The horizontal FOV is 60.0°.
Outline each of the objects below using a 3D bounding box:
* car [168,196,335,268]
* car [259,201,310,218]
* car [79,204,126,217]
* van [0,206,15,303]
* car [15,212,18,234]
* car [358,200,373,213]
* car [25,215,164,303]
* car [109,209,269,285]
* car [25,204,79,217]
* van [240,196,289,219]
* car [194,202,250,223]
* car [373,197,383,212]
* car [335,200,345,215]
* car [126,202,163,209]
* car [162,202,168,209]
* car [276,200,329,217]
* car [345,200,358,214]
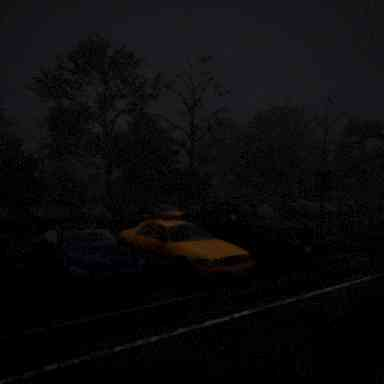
[{"bbox_3d":[1.736,1.297,11.814,2.435,2.045,5.566,0,0,-36],"label":"car"},{"bbox_3d":[9.196,1.707,33.270,2.002,1.452,4.674,0,0,-36],"label":"car"},{"bbox_3d":[-6.606,1.545,21.971,2.231,1.521,4.892,0,0,-36],"label":"car"},{"bbox_3d":[-5.187,1.270,7.037,1.878,1.987,4.442,0,0,-36],"label":"van"},{"bbox_3d":[-11.120,1.509,18.738,2.097,1.535,5.008,0,0,-36],"label":"car"},{"bbox_3d":[18.220,1.740,39.741,2.097,1.535,5.008,0,0,-36],"label":"car"},{"bbox_3d":[-2.843,1.553,8.575,2.002,1.452,4.674,0,0,-36],"label":"car"},{"bbox_3d":[-0.454,1.528,10.053,1.946,1.575,5.366,0,0,-36],"label":"car"},{"bbox_3d":[-8.863,1.526,20.354,2.097,1.535,5.008,0,0,-36],"label":"car"},{"bbox_3d":[6.872,1.423,31.754,1.878,1.987,4.442,0,0,-36],"label":"van"},{"bbox_3d":[2.442,1.644,28.404,2.163,1.488,4.792,0,0,-36],"label":"car"},{"bbox_3d":[20.483,1.760,41.347,2.231,1.521,4.892,0,0,-36],"label":"car"},{"bbox_3d":[13.711,1.743,36.503,2.002,1.452,4.674,0,0,-36],"label":"car"},{"bbox_3d":[-4.363,1.591,23.604,2.163,1.488,4.792,0,0,-36],"label":"car"},{"bbox_3d":[-1.981,1.576,25.045,1.946,1.575,5.366,0,0,-36],"label":"car"},{"bbox_3d":[11.456,1.685,34.886,2.097,1.535,5.008,0,0,-36],"label":"car"},{"bbox_3d":[15.949,1.596,38.147,2.185,1.767,4.553,0,0,-36],"label":"car"}]
